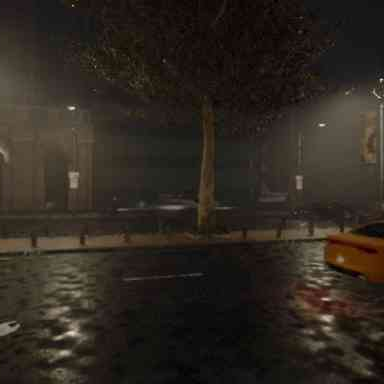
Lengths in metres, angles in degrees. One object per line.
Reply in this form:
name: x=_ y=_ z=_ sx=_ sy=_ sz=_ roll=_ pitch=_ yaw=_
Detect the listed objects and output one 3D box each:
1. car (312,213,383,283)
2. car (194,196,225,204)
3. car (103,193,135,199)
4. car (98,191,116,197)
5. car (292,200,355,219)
car: x=5.878 y=1.444 z=8.514 sx=5.008 sy=1.535 sz=1.882 roll=0 pitch=0 yaw=-16
car: x=2.647 y=1.028 z=47.673 sx=4.674 sy=1.452 sz=2.002 roll=0 pitch=0 yaw=-16
car: x=-7.957 y=1.128 z=40.371 sx=4.786 sy=1.482 sz=2.161 roll=0 pitch=0 yaw=-16
car: x=-16.600 y=0.530 z=69.202 sx=5.566 sy=2.045 sz=2.435 roll=0 pitch=0 yaw=-16
car: x=10.067 y=1.379 z=25.505 sx=4.892 sy=1.490 sz=1.837 roll=0 pitch=0 yaw=-16
